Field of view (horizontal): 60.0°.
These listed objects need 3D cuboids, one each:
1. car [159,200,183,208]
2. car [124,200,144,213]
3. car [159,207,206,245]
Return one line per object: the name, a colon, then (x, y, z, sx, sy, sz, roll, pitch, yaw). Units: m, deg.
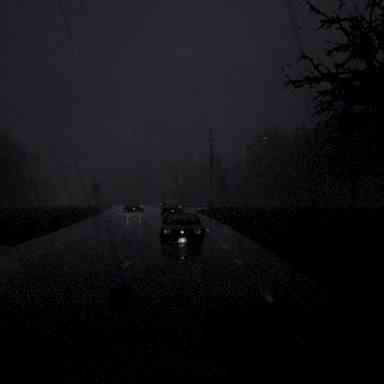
car: (-1.918, 1.440, 30.347, 1.882, 1.535, 5.008, 0, 0, -7)
car: (-6.189, 1.555, 35.807, 1.994, 1.385, 4.181, 1, 0, -8)
car: (-0.516, 1.591, 15.307, 1.895, 1.301, 4.718, 0, 0, -4)
